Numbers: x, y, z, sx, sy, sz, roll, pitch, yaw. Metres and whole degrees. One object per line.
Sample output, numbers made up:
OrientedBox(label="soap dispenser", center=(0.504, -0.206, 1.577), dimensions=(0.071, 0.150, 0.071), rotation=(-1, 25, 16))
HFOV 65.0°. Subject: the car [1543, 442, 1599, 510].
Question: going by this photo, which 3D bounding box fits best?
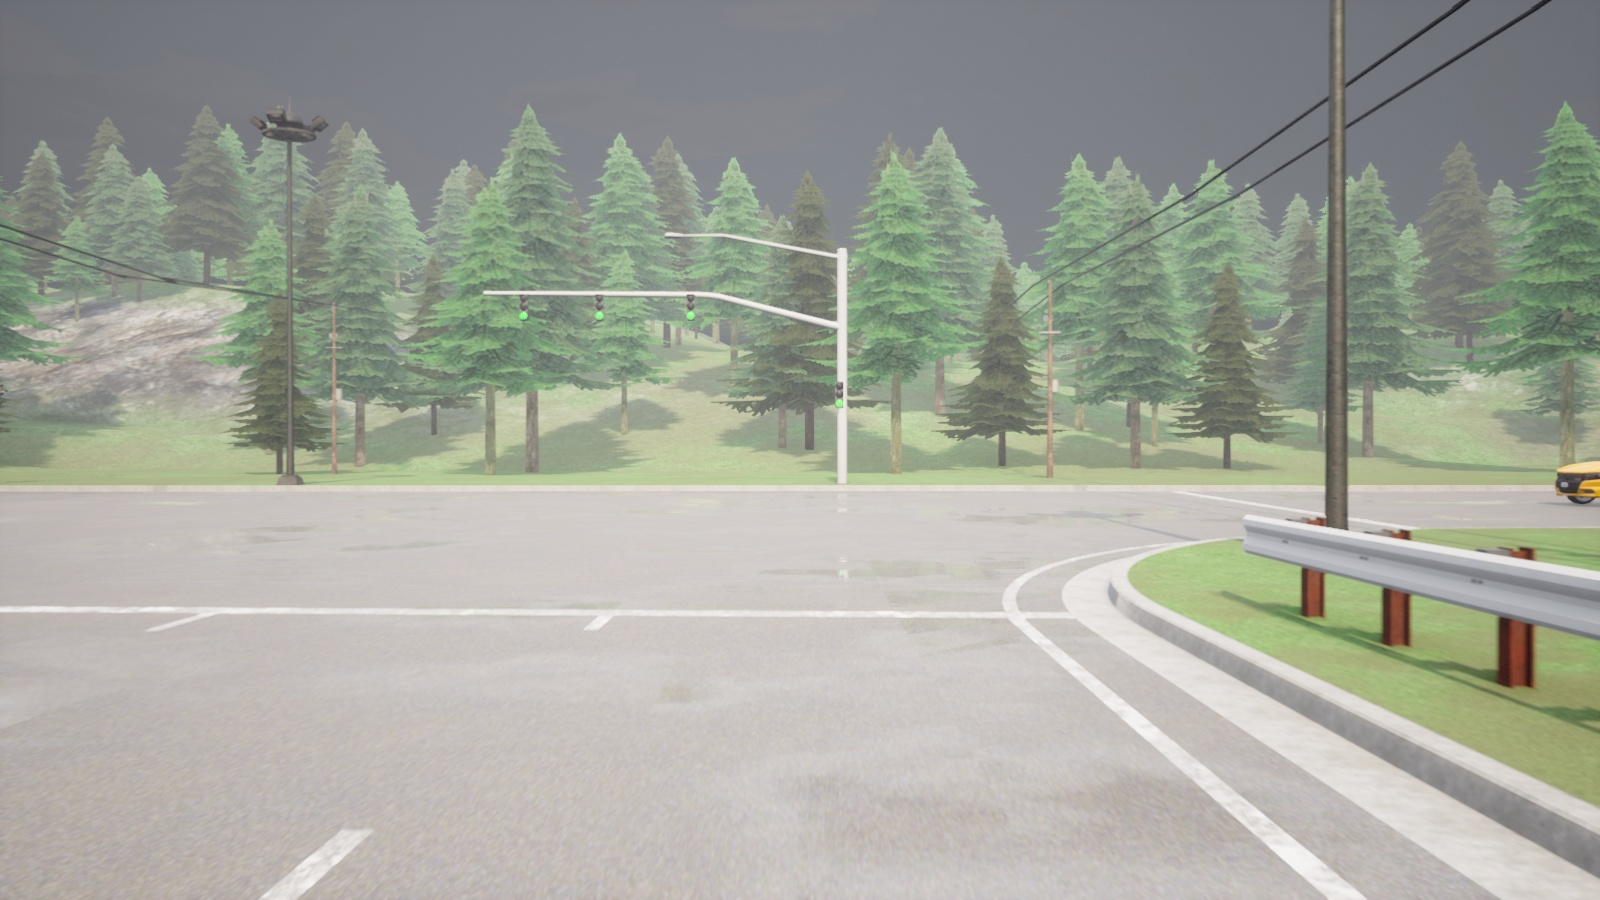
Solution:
OrientedBox(label="car", center=(20.405, 0.575, 29.313), dimensions=(5.008, 1.535, 1.882), rotation=(0, 0, 1))
